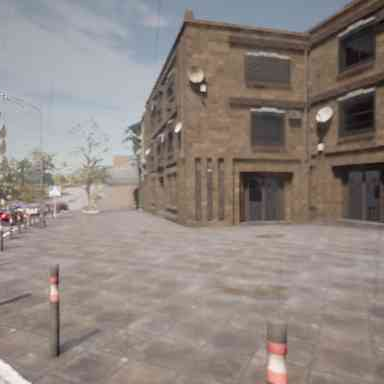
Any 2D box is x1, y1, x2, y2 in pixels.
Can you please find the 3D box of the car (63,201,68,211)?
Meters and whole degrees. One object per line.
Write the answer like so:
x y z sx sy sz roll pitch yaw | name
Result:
-20.917 2.174 52.830 1.882 1.535 5.008 0 -1 -14 | car

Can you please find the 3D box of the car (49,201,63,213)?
-18.649 1.998 43.497 2.128 1.511 4.902 0 -1 -13 | car

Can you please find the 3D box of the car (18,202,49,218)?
-16.283 1.912 33.885 1.895 1.301 4.718 0 -1 -13 | car

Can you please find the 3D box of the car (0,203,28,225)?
-13.681 1.711 24.225 1.895 1.301 4.718 0 -1 -16 | car

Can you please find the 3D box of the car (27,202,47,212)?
-23.983 2.314 51.687 1.895 1.301 4.718 0 -1 -14 | car

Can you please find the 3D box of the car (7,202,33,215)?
-21.651 2.043 42.063 1.812 1.442 4.674 0 -1 -14 | car
